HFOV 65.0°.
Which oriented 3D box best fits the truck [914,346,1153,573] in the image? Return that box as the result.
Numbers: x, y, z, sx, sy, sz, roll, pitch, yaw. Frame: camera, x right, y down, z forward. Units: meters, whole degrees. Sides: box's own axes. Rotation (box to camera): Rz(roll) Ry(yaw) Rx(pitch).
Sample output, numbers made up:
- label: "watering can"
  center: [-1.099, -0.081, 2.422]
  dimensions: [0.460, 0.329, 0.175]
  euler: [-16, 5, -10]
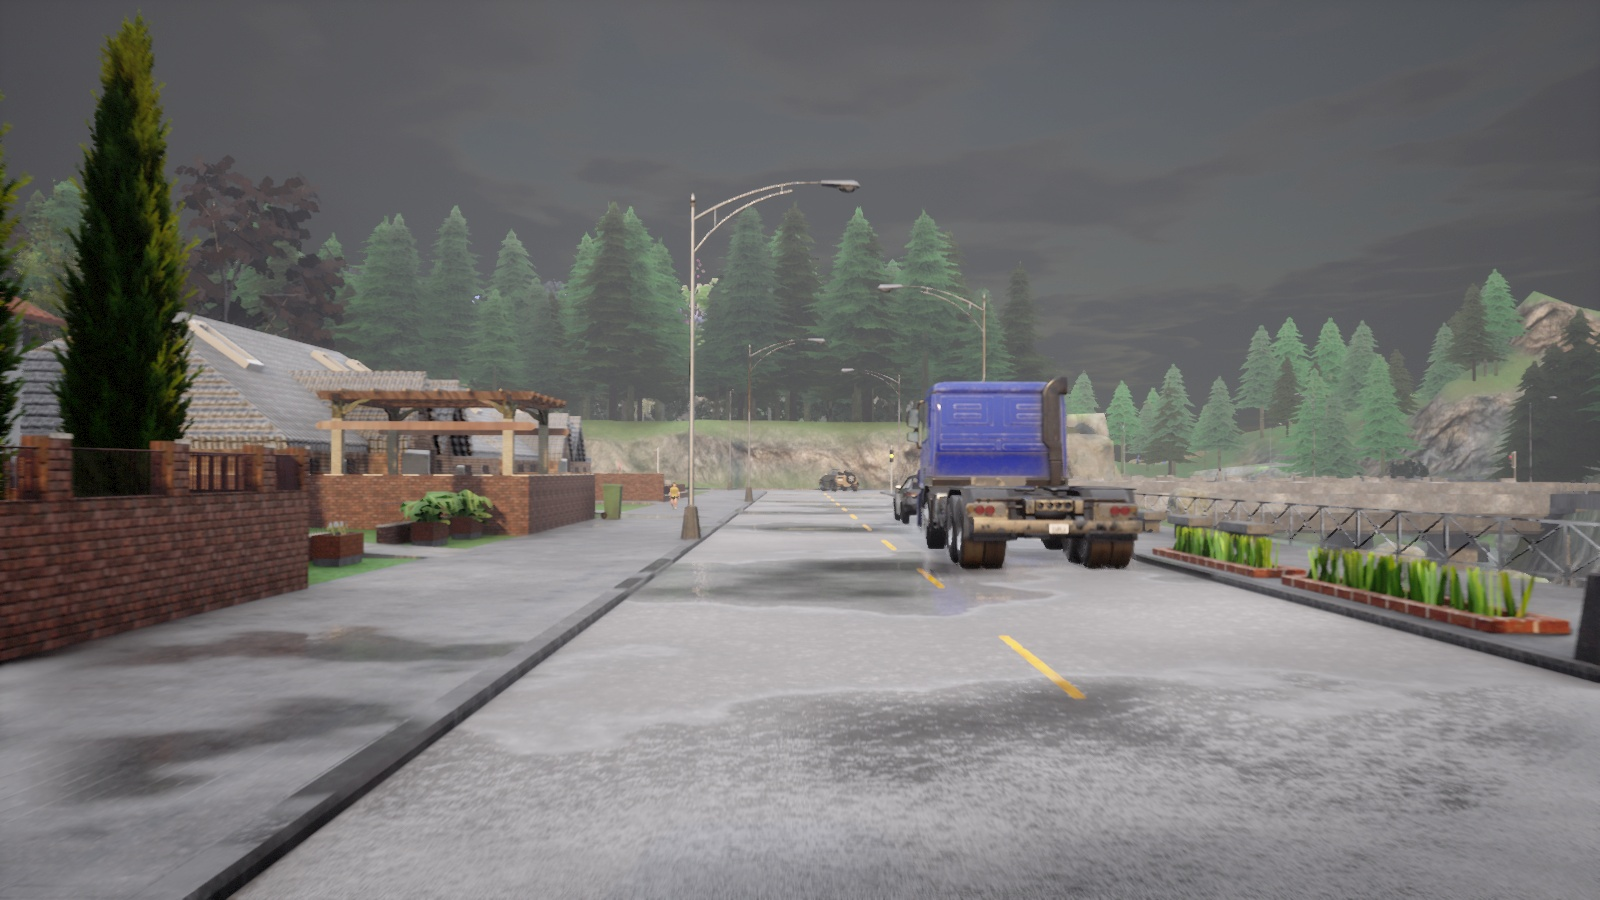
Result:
- label: "truck"
  center: [3.942, 0.206, 23.222]
  dimensions: [2.891, 3.462, 7.936]
  euler: [0, -1, 0]

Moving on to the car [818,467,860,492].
- label: "car"
  center: [2.927, 2.222, 95.701]
  dimensions: [1.932, 1.855, 4.605]
  euler: [1, -1, -15]

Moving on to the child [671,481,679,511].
- label: "child"
  center: [-4.619, 1.699, 46.375]
  dimensions: [0.255, 1.110, 0.394]
  euler: [0, -1, -2]

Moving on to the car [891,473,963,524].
- label: "car"
  center: [3.908, 1.468, 39.165]
  dimensions: [1.816, 1.474, 4.193]
  euler: [0, -1, 0]
